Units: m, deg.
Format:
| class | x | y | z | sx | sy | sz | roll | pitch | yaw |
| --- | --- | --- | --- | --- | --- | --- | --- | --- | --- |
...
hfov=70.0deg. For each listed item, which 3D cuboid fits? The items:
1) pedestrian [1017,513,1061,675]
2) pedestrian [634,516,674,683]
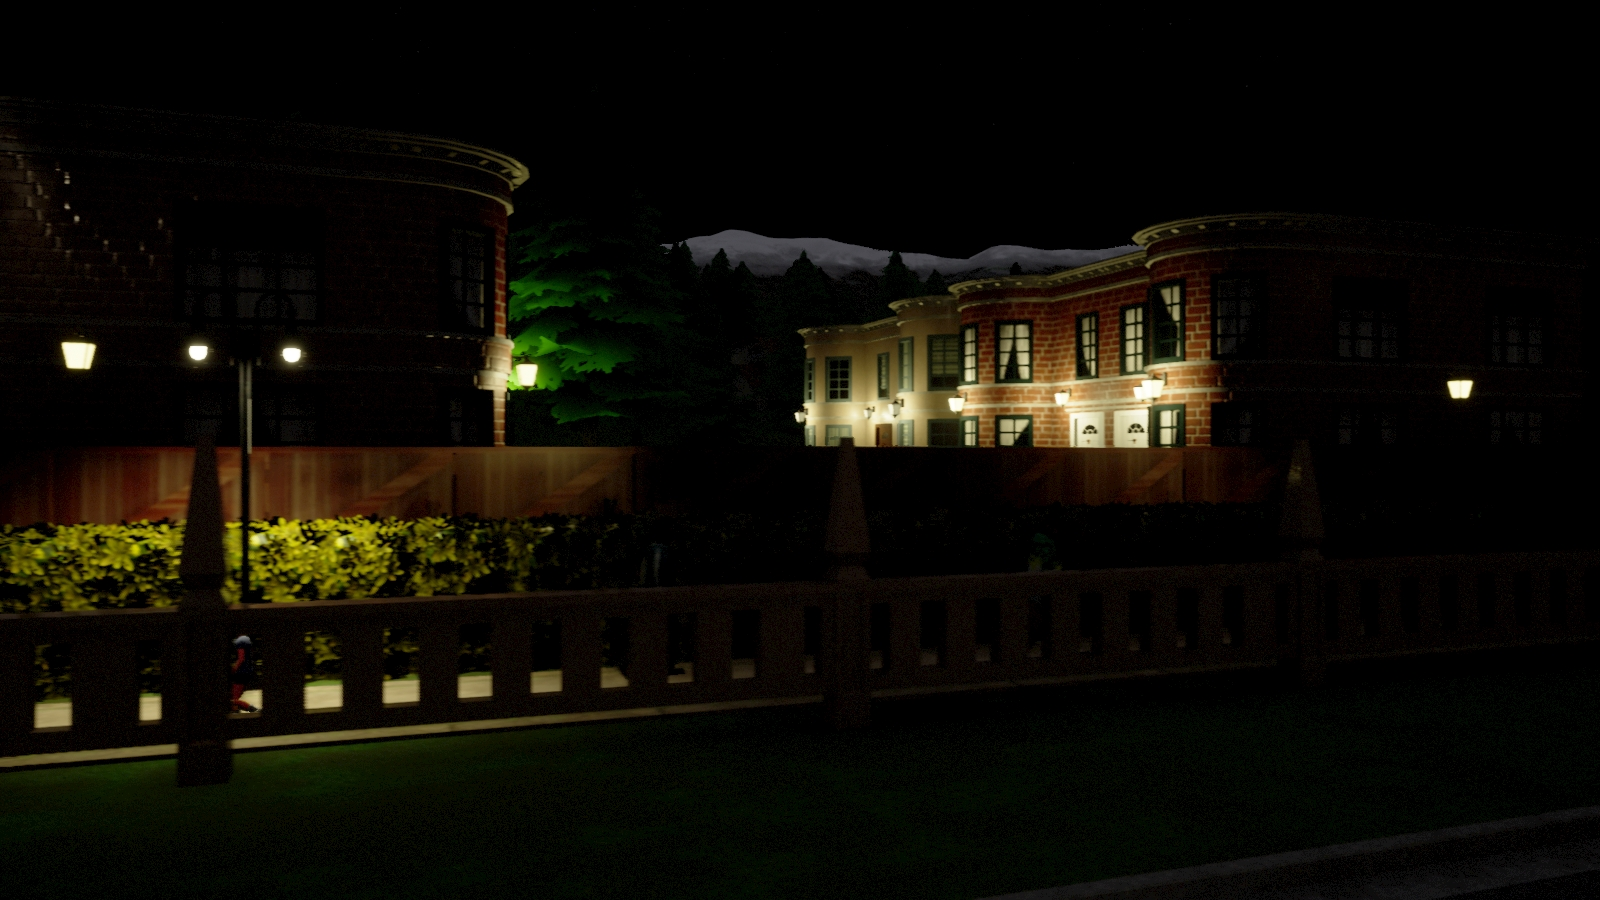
| class | x | y | z | sx | sy | sz | roll | pitch | yaw |
| --- | --- | --- | --- | --- | --- | --- | --- | --- | --- |
| pedestrian | 2.847 | 1.698 | 13.609 | 0.375 | 1.860 | 0.375 | 0 | 0 | -20 |
| pedestrian | -1.675 | 1.695 | 13.093 | 0.375 | 1.860 | 0.375 | 0 | 0 | -20 |
